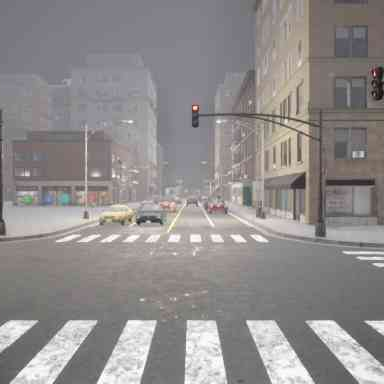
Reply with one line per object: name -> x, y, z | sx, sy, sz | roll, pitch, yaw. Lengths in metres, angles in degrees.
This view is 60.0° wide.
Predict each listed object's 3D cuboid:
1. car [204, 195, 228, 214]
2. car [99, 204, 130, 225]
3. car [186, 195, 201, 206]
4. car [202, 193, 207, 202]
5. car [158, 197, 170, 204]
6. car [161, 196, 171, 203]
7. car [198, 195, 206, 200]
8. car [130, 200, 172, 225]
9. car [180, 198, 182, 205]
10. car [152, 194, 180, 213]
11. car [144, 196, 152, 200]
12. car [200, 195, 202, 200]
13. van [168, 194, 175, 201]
car -> 2.667, 1.442, 35.388 | 1.967, 1.590, 4.097 | 0, 0, 0
car -> -5.368, 1.526, 23.902 | 1.752, 1.417, 4.829 | 0, 0, 0
car -> 0.047, 1.509, 54.009 | 1.837, 1.490, 4.892 | 0, 0, 0
car -> 2.672, 1.318, 41.050 | 2.192, 1.841, 5.009 | 0, 0, 0
car -> -5.333, 1.587, 63.706 | 1.802, 1.307, 4.206 | 0, 0, 0
car -> -5.328, 1.531, 69.197 | 1.752, 1.417, 4.829 | 0, 0, 0
car -> 2.717, 1.577, 92.008 | 1.947, 1.339, 4.313 | 0, 0, 0
car -> -2.828, 1.548, 24.183 | 2.033, 1.411, 5.357 | 0, 0, 0
car -> -2.701, 1.551, 58.257 | 2.033, 1.411, 5.357 | 0, 0, 0
car -> -2.816, 1.356, 37.050 | 2.097, 1.767, 4.553 | 0, 0, 0
car -> -5.353, 1.553, 41.058 | 2.008, 1.369, 4.403 | 0, 0, 0
car -> 2.682, 1.529, 52.544 | 1.752, 1.417, 4.829 | 0, 0, 0
van -> -5.313, 1.350, 86.353 | 1.690, 1.788, 3.998 | 0, 0, 0
